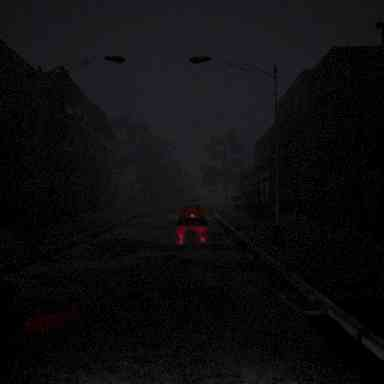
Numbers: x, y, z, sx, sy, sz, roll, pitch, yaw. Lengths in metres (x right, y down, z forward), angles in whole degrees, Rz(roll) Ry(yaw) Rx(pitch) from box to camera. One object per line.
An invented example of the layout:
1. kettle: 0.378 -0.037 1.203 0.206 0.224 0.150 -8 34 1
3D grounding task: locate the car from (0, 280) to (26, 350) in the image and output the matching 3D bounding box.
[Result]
1. car: -3.350 1.550 2.355 2.033 1.411 5.357 0 0 2

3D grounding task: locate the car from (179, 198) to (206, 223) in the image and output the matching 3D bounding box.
1. car: 0.025 1.486 25.295 1.882 1.535 5.008 0 0 0
